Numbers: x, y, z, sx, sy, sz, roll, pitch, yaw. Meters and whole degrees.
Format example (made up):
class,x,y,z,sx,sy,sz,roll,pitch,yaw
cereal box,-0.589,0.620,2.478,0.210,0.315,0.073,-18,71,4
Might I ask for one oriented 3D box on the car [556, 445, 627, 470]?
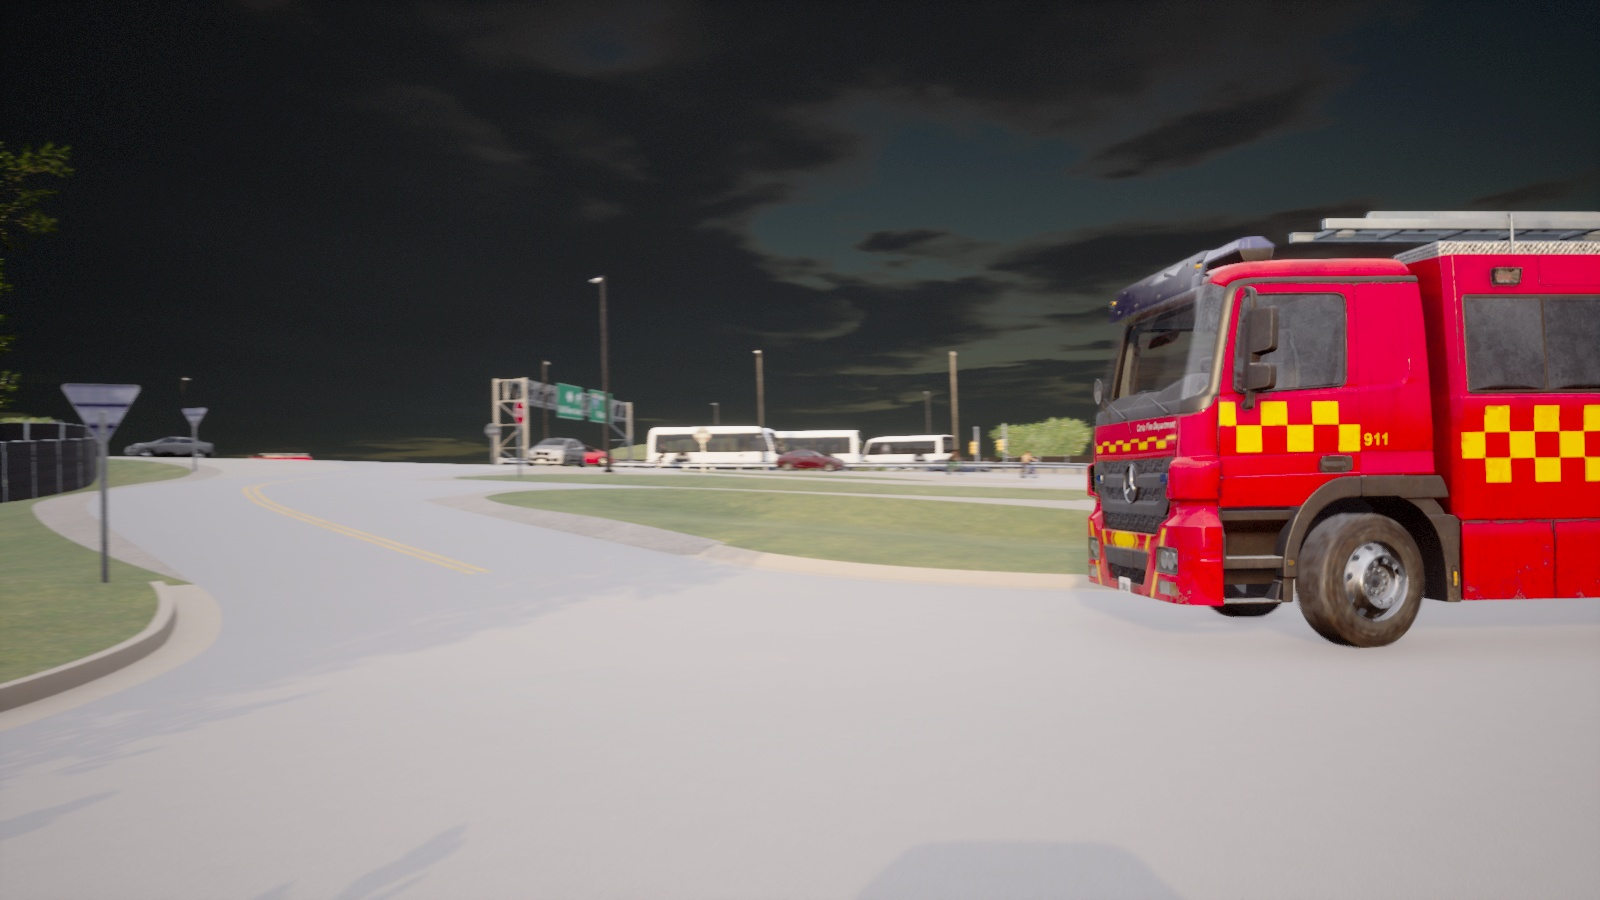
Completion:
class,x,y,z,sx,sy,sz,roll,pitch,yaw
car,-13.965,0.505,84.011,4.514,1.525,2.007,1,-2,-14

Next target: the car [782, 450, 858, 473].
class,x,y,z,sx,sy,sz,roll,pitch,yaw
car,1.327,0.750,83.331,4.674,1.442,1.812,0,-1,16

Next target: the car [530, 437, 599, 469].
class,x,y,z,sx,sy,sz,roll,pitch,yaw
car,-13.326,0.208,71.353,2.242,1.667,4.611,1,-1,11

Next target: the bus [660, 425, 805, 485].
class,x,y,z,sx,sy,sz,roll,pitch,yaw
bus,-5.054,0.442,94.974,10.273,4.253,3.944,-1,-2,11

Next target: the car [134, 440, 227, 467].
class,x,y,z,sx,sy,sz,roll,pitch,yaw
car,-38.330,0.244,77.741,4.902,1.511,2.128,1,-2,-33

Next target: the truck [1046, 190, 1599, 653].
class,x,y,z,sx,sy,sz,roll,pitch,yaw
truck,6.973,-0.274,12.154,8.468,3.827,2.891,-1,-1,-4

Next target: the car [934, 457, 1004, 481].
class,x,y,z,sx,sy,sz,roll,pitch,yaw
car,12.333,1.370,91.454,4.856,1.649,2.033,-1,-2,11
